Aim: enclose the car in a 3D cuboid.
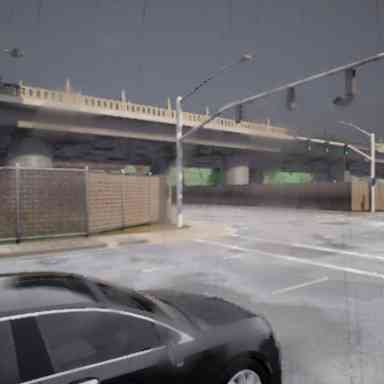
[{"bbox_3d":[-1.272,1.502,2.889,4.892,1.490,1.837,0,0,-35],"label":"car"}]
